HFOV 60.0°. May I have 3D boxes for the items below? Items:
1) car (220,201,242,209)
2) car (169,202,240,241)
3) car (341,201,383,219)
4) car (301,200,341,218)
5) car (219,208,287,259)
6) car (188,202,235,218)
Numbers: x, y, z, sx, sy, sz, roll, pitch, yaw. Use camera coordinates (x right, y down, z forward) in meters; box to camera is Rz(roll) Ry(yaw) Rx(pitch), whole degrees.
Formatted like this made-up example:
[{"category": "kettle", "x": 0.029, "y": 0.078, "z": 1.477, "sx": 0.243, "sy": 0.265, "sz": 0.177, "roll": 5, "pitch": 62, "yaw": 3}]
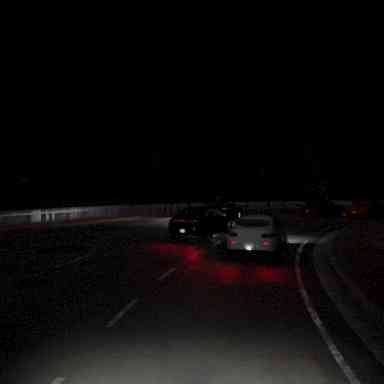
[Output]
[{"category": "car", "x": 2.281, "y": 1.528, "z": 26.567, "sx": 1.837, "sy": 1.490, "sz": 4.892, "roll": -1, "pitch": -1, "yaw": 40}, {"category": "car", "x": 0.582, "y": 1.505, "z": 16.932, "sx": 2.128, "sy": 1.511, "sz": 4.902, "roll": 0, "pitch": 0, "yaw": 24}, {"category": "car", "x": 15.609, "y": 1.520, "z": 29.329, "sx": 5.008, "sy": 1.535, "sz": 1.882, "roll": 0, "pitch": 0, "yaw": -36}, {"category": "car", "x": 12.229, "y": 1.517, "z": 31.168, "sx": 5.008, "sy": 1.535, "sz": 1.882, "roll": 0, "pitch": 0, "yaw": -38}, {"category": "car", "x": 2.571, "y": 1.539, "z": 12.780, "sx": 1.812, "sy": 1.442, "sz": 4.674, "roll": 0, "pitch": 0, "yaw": 19}, {"category": "car", "x": 1.934, "y": 1.627, "z": 31.592, "sx": 1.895, "sy": 1.301, "sz": 4.718, "roll": 0, "pitch": 0, "yaw": 44}]
